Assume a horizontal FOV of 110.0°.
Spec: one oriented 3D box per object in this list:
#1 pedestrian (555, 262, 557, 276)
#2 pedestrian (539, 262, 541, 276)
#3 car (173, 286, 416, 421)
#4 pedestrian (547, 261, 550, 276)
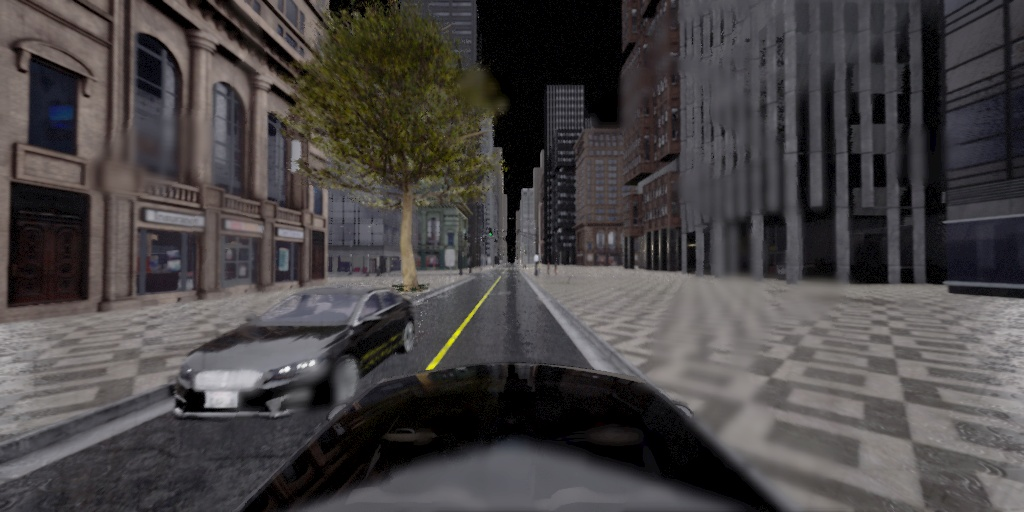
[{"bbox_3d":[5.631,1.584,46.163,0.375,1.860,0.375,0,-1,0],"label":"pedestrian"},{"bbox_3d":[3.631,1.608,46.762,0.375,1.860,0.375,0,-1,0],"label":"pedestrian"},{"bbox_3d":[-3.099,1.310,6.289,2.128,1.511,4.902,0,-1,0],"label":"car"},{"bbox_3d":[4.631,1.584,45.563,0.375,1.860,0.375,0,-1,0],"label":"pedestrian"}]
